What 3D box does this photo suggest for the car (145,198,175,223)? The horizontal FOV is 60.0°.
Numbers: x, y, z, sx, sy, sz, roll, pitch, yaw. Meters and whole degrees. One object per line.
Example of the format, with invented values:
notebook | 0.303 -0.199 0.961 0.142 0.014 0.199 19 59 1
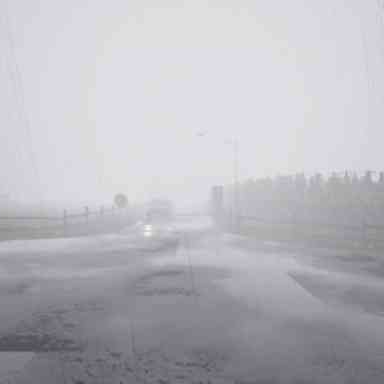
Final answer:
car | -2.698 1.525 28.974 2.150 2.045 5.566 0 0 0
